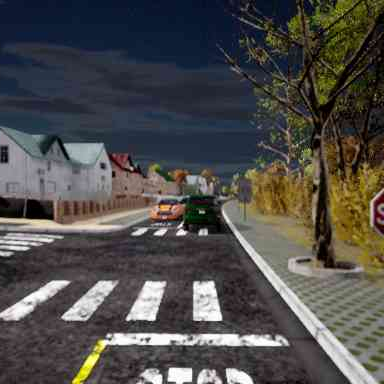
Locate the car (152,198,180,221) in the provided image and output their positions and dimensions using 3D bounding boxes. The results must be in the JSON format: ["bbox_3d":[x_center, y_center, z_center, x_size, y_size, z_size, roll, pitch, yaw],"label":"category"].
[{"bbox_3d":[-1.918,1.324,27.013,2.097,1.767,4.553,0,0,4],"label":"car"}]

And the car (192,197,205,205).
[{"bbox_3d":[1.276,1.636,60.480,1.812,1.442,4.674,0,0,7],"label":"car"}]

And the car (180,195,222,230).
[{"bbox_3d":[0.679,1.191,20.792,2.150,2.045,5.566,0,0,3],"label":"car"}]

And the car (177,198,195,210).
[{"bbox_3d":[-0.696,1.542,43.036,1.812,1.442,4.674,0,0,5],"label":"car"}]
